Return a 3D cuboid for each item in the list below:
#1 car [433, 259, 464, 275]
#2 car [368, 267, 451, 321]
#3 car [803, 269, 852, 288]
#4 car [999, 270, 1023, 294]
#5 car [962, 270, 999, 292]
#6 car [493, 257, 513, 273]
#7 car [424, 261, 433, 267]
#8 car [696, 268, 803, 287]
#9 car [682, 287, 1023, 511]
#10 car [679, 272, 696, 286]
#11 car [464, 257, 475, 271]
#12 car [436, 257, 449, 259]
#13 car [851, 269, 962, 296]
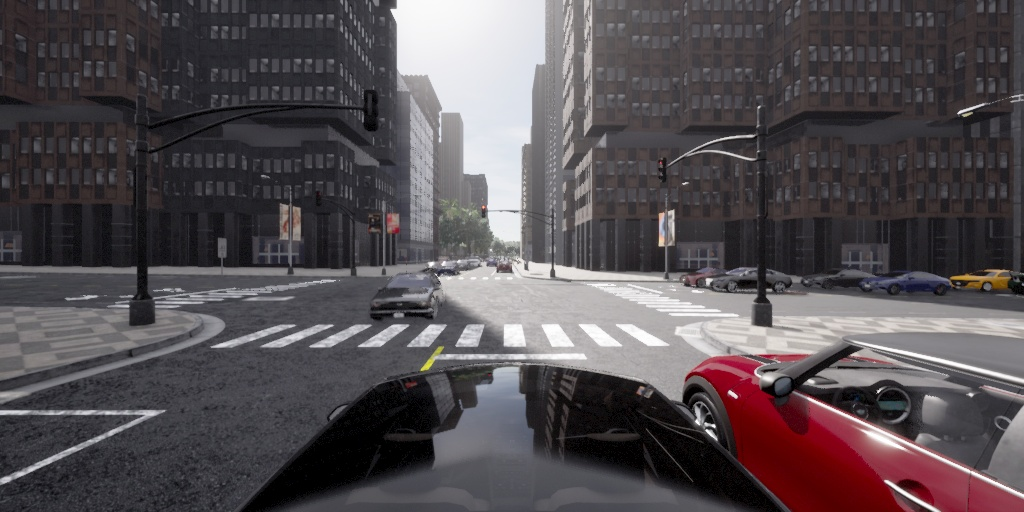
[{"bbox_3d":[-6.698,1.284,38.352,2.033,1.411,5.357,0,0,-1],"label":"car"},{"bbox_3d":[-3.468,1.287,12.768,2.033,1.411,5.357,0,0,-6],"label":"car"},{"bbox_3d":[23.458,1.630,25.750,4.674,1.442,1.812,1,0,-1],"label":"car"},{"bbox_3d":[35.148,1.500,22.646,5.566,2.045,2.150,1,0,-1],"label":"car"},{"bbox_3d":[34.696,1.746,25.891,5.008,1.535,1.882,1,0,-1],"label":"car"},{"bbox_3d":[-0.920,1.186,43.559,1.967,1.591,4.097,0,0,-1],"label":"car"},{"bbox_3d":[-9.444,1.312,43.443,1.948,1.339,4.313,0,0,-1],"label":"car"},{"bbox_3d":[14.681,1.473,22.385,4.902,1.511,2.128,1,0,-1],"label":"car"},{"bbox_3d":[2.761,1.190,2.195,1.967,1.591,4.097,0,0,0],"label":"car"},{"bbox_3d":[14.265,1.535,25.627,4.181,1.385,1.994,1,0,0],"label":"car"},{"bbox_3d":[-6.868,1.248,50.212,2.128,1.511,4.902,0,0,0],"label":"car"},{"bbox_3d":[-9.520,1.072,48.868,2.192,1.841,5.009,0,0,-1],"label":"car"},{"bbox_3d":[24.620,1.651,22.504,4.674,1.442,1.812,1,0,-1],"label":"car"}]
